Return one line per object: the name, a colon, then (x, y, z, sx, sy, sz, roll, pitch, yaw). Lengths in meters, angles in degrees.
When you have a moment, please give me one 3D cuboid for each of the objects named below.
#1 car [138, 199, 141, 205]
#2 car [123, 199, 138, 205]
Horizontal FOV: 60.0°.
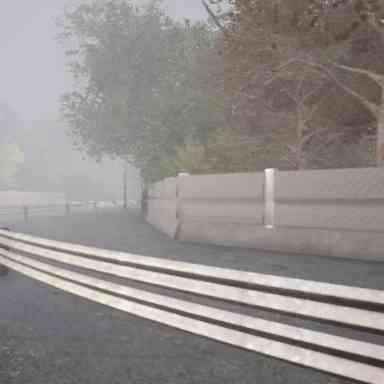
car: (-14.673, 2.645, 90.962, 1.882, 1.535, 5.008, 0, -1, 3)
car: (-15.208, 2.346, 80.665, 1.882, 1.535, 5.008, 0, -1, 3)
